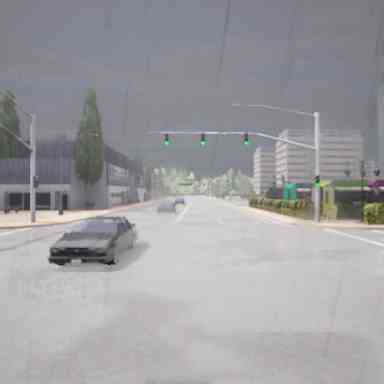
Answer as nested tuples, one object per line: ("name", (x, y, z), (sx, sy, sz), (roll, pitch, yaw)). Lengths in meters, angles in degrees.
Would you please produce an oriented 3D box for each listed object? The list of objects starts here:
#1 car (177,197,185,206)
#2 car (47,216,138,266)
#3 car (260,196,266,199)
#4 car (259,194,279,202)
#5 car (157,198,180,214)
("car", (-2.278, 1.701, 63.348), (1.882, 1.535, 5.008), (0, 0, 1))
("car", (-3.234, 1.602, 12.067), (2.033, 1.411, 5.357), (0, 0, 1))
("car", (19.339, 1.496, 80.768), (3.866, 1.878, 1.905), (0, 0, 0))
("car", (19.373, 1.506, 83.663), (4.605, 1.855, 1.932), (0, 0, 0))
("car", (-2.763, 1.731, 37.284), (1.994, 1.385, 4.181), (0, 0, 1))
